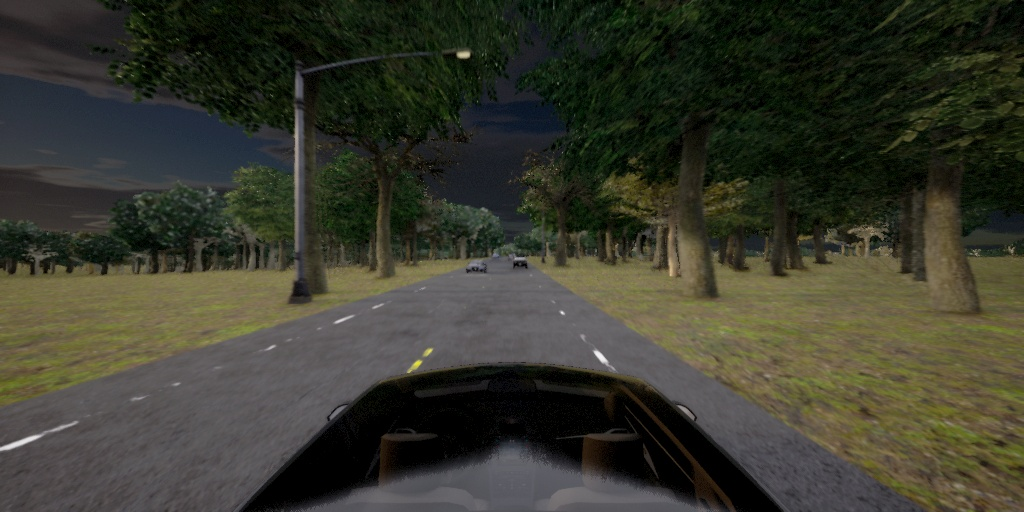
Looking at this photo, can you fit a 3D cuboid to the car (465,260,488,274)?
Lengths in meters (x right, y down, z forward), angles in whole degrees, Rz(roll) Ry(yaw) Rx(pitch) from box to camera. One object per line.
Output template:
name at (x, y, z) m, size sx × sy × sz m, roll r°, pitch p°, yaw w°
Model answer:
car at (-3.559, 1.055, 36.854) m, size 1.994 × 1.385 × 4.181 m, roll 0°, pitch 1°, yaw 0°

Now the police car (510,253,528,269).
police car at (1.059, 0.791, 46.823) m, size 1.930 × 1.638 × 5.238 m, roll 0°, pitch 1°, yaw 0°

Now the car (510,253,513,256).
car at (1.060, 0.682, 56.906) m, size 1.801 × 1.575 × 5.366 m, roll 0°, pitch 1°, yaw 0°
